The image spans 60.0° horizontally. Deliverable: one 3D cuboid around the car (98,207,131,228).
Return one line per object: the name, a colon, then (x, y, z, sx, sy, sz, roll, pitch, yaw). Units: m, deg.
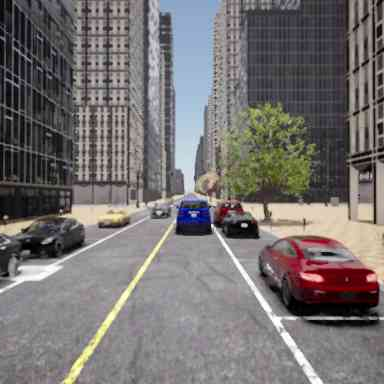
car: (-5.676, 1.784, 24.749, 1.752, 1.417, 4.829, 0, -1, 0)

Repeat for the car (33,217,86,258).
car: (-5.682, 1.711, 13.524, 1.947, 1.339, 4.313, 0, -1, 0)

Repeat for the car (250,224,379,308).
car: (2.695, 1.667, 7.824, 1.802, 1.307, 4.206, 0, -1, 0)

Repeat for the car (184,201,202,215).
car: (0.121, 1.905, 41.202, 2.128, 1.511, 4.902, 0, -1, 0)

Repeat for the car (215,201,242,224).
car: (2.705, 1.576, 24.916, 2.192, 1.841, 5.009, 0, -1, 0)

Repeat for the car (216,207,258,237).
car: (2.701, 1.770, 19.217, 1.947, 1.339, 4.313, 0, -1, 0)

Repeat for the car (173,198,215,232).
car: (0.110, 1.455, 21.987, 2.150, 2.045, 5.566, 0, 0, 0)

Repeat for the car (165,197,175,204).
car: (-5.743, 2.105, 85.782, 2.192, 1.841, 5.009, 0, 0, 0)

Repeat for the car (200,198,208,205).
car: (2.863, 2.188, 80.098, 1.967, 1.590, 4.097, 0, 0, 0)

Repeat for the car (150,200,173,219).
car: (-3.074, 1.836, 33.588, 2.128, 1.511, 4.902, 0, -1, 0)

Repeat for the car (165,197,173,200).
car: (-5.777, 2.271, 79.932, 1.752, 1.417, 4.829, 0, 0, 0)

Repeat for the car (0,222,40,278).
car: (-5.685, 1.636, 7.829, 2.008, 1.369, 4.403, 0, -1, 0)
